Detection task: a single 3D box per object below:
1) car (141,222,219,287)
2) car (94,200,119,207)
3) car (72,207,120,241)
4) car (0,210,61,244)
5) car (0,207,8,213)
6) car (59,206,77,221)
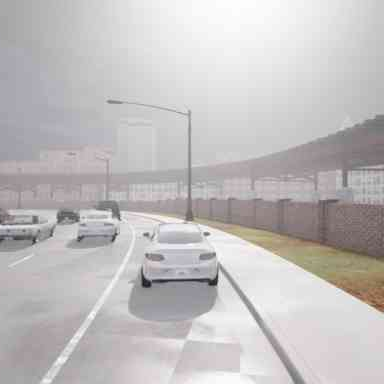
[{"bbox_3d":[-0.407,1.582,9.382,1.812,1.442,4.674,0,-1,-5],"label":"car"},{"bbox_3d":[-8.153,1.827,31.825,2.150,2.045,5.566,0,-1,-17],"label":"car"},{"bbox_3d":[-4.897,1.733,17.785,1.812,1.442,4.674,0,-1,-9],"label":"car"},{"bbox_3d":[-8.254,1.791,16.644,1.895,1.301,4.718,0,-1,-9],"label":"car"},{"bbox_3d":[-19.963,2.264,33.898,1.812,1.442,4.674,0,-2,-19],"label":"car"},{"bbox_3d":[-11.796,2.128,31.739,1.837,1.490,4.892,0,-1,-17],"label":"car"}]
